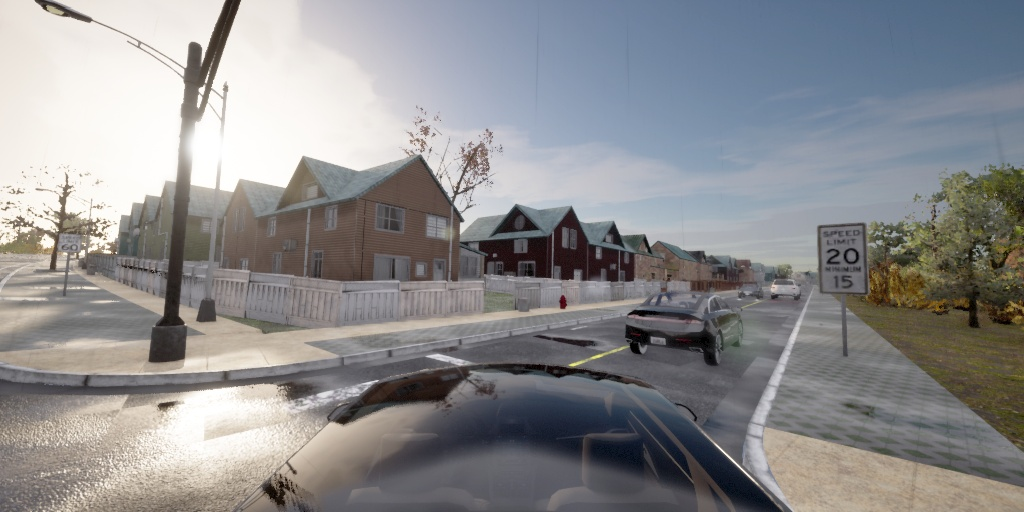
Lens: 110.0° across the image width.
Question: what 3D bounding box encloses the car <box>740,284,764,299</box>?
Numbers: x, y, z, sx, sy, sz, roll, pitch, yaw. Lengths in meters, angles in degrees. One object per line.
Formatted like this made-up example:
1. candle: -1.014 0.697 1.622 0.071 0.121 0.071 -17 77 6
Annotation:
1. car: 25.180 3.703 37.767 2.128 1.511 4.902 -2 -4 40

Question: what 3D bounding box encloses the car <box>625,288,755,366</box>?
1. car: 4.553 1.656 9.180 2.128 1.511 4.902 -2 -4 40

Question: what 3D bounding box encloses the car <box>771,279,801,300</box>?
1. car: 28.327 3.453 37.114 2.150 2.045 5.566 -2 -4 41
